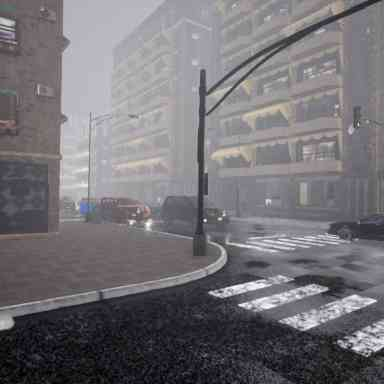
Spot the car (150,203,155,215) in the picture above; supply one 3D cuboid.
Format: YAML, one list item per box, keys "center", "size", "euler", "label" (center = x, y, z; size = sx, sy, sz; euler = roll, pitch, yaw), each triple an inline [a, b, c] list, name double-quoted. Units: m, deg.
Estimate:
- center: [-5.524, 1.410, 29.693]
  size: [2.097, 1.767, 4.553]
  euler: [1, -1, -35]
  label: "car"

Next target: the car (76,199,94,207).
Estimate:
- center: [-18.504, 1.867, 57.290]
  size: [1.802, 1.307, 4.206]
  euler: [1, -1, -35]
  label: "car"

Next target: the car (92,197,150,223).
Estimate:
- center: [-5.545, 1.310, 25.458]
  size: [2.192, 1.841, 5.009]
  euler: [1, -1, -35]
  label: "car"

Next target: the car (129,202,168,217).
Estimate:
- center: [-4.430, 1.728, 33.231]
  size: [1.895, 1.301, 4.718]
  euler: [1, -1, -35]
  label: "car"

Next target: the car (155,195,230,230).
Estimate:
- center: [0.046, 1.249, 21.846]
  size: [2.150, 2.045, 5.566]
  euler: [1, -1, -36]
  label: "car"

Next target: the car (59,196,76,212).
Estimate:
- center: [-15.234, 1.368, 39.094]
  size: [2.192, 1.841, 5.009]
  euler: [1, -1, -35]
  label: "car"

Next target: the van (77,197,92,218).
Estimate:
- center: [-8.775, 1.354, 30.003]
  size: [1.690, 1.788, 3.998]
  euler: [1, -1, -35]
  label: "van"

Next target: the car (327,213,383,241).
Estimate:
- center: [8.799, 1.604, 14.614]
  size: [2.033, 1.411, 5.357]
  euler: [1, -1, -35]
  label: "car"
